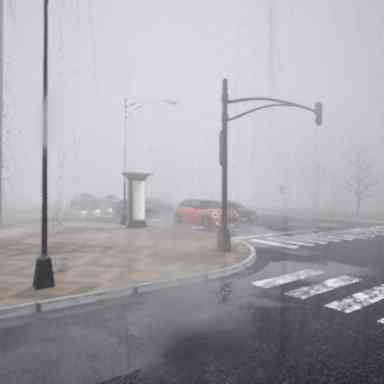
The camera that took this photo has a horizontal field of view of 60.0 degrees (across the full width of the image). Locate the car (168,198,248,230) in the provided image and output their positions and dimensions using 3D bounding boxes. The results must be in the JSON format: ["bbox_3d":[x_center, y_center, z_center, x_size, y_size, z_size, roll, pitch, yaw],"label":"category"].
[{"bbox_3d":[0.815,1.208,19.891,2.097,1.767,4.553,0,0,-36],"label":"car"}]

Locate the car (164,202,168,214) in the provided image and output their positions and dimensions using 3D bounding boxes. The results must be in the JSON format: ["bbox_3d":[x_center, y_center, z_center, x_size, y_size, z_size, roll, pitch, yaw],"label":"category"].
[{"bbox_3d":[-3.725,1.274,31.509,2.033,1.411,5.357,0,0,-36],"label":"car"}]

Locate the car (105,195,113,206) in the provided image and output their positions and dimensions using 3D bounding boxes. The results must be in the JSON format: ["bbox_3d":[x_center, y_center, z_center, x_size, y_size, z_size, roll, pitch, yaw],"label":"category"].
[{"bbox_3d":[-9.688,1.127,39.552,1.812,1.442,4.674,0,1,-37],"label":"car"}]

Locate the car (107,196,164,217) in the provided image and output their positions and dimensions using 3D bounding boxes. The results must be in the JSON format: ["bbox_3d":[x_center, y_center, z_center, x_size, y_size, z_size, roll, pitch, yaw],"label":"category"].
[{"bbox_3d":[-4.811,1.286,27.516,2.033,1.411,5.357,0,0,-36],"label":"car"}]

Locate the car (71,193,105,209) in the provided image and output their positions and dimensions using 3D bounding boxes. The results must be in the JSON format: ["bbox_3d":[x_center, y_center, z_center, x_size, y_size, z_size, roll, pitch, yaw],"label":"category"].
[{"bbox_3d":[-11.866,0.943,37.030,2.097,1.767,4.553,0,0,-36],"label":"car"}]

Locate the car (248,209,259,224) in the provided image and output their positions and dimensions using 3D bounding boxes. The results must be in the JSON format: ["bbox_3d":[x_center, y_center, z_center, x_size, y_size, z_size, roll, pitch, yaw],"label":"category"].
[{"bbox_3d":[2.479,1.361,23.152,1.837,1.490,4.892,0,0,-37],"label":"car"}]
